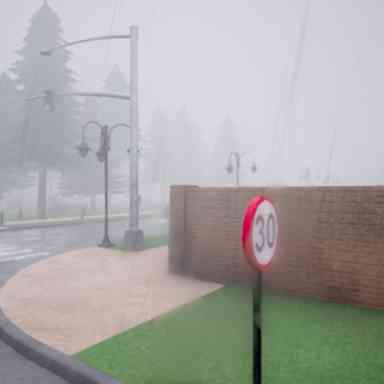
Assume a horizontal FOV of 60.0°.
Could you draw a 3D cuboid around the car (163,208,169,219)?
[{"bbox_3d":[-0.627,1.542,28.389,1.994,1.385,4.181,0,0,35],"label":"car"}]
